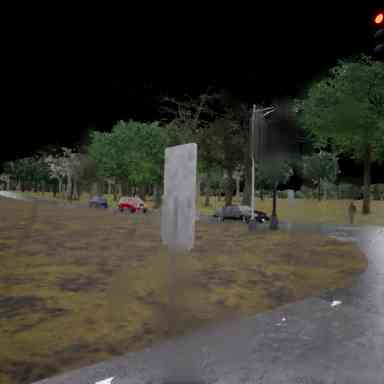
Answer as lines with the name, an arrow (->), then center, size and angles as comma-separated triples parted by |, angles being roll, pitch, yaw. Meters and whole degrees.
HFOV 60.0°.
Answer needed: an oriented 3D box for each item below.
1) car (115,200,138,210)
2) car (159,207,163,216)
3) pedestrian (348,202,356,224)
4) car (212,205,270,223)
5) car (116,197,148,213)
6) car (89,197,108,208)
car -> -10.899, 2.171, 54.820 | 1.837, 1.490, 4.892 | 3, -2, -35
car -> -1.850, 1.928, 35.896 | 1.994, 1.385, 4.181 | 3, -2, -37
pedestrian -> 13.353, 1.718, 27.813 | 0.375, 1.860, 0.375 | 2, -1, -36
car -> 3.962, 1.793, 27.840 | 2.033, 1.411, 5.357 | 3, -2, -36
car -> -7.939, 1.680, 44.423 | 2.150, 2.045, 5.566 | 3, -2, -35
car -> -18.368, 1.964, 65.221 | 2.150, 2.045, 5.566 | 3, -2, -36
